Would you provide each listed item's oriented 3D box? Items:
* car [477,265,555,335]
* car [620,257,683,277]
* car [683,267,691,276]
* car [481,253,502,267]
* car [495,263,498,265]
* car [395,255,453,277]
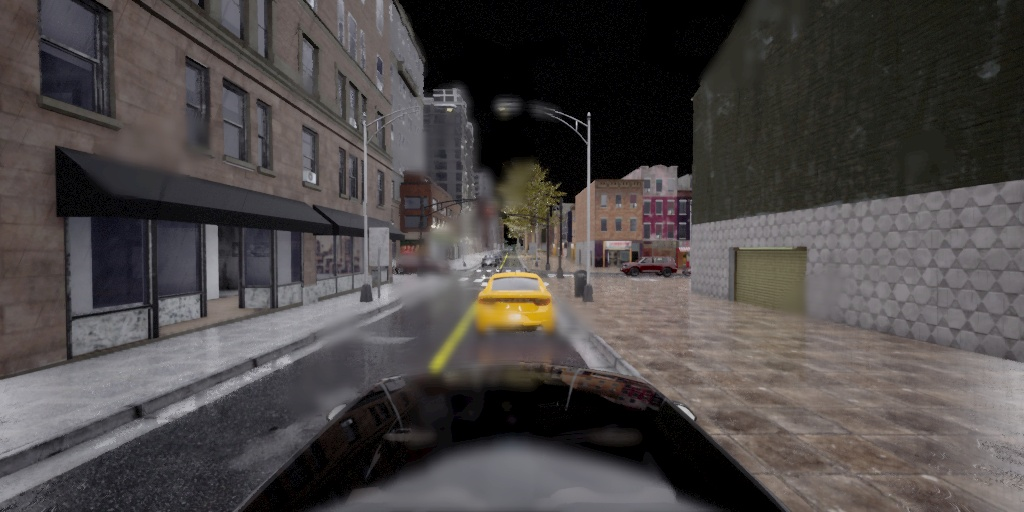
[{"bbox_3d":[0.098,1.206,10.439,1.882,1.535,5.008,0,0,0],"label":"car"},{"bbox_3d":[12.711,0.952,33.411,5.009,1.841,2.192,0,0,0],"label":"car"},{"bbox_3d":[18.113,1.296,33.418,4.207,1.307,1.802,0,0,0],"label":"car"},{"bbox_3d":[-2.828,0.613,45.997,2.128,1.511,4.902,0,2,1],"label":"car"},{"bbox_3d":[0.073,1.250,19.881,1.895,1.301,4.718,0,1,0],"label":"car"},{"bbox_3d":[-7.230,0.764,29.755,4.553,1.767,2.097,1,1,12],"label":"car"}]
